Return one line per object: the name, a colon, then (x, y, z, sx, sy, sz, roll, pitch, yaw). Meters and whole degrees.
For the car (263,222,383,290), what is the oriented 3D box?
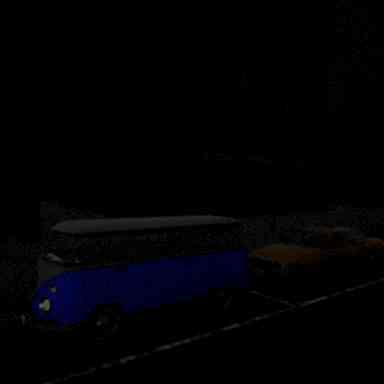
car: (3.522, 1.554, 9.168, 4.829, 1.417, 1.752, 0, 0, -36)

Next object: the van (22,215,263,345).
van: (-0.765, 1.351, 6.107, 3.998, 1.788, 1.690, 0, 0, -36)
